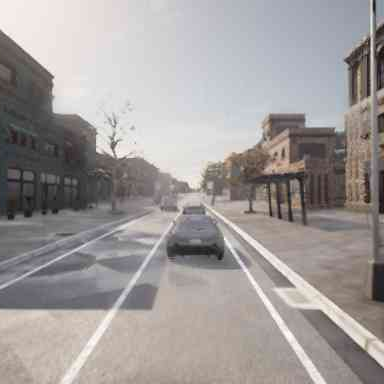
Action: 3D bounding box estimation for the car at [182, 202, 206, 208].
[{"bbox_3d":[0.180,1.558,27.971,2.128,1.511,4.902,0,-1,0],"label":"car"}]

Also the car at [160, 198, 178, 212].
[{"bbox_3d":[-2.943,1.577,42.887,2.097,1.767,4.553,0,-1,0],"label":"car"}]

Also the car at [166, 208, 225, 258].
[{"bbox_3d":[0.126,1.540,12.643,1.994,1.385,4.181,0,0,0],"label":"car"}]
